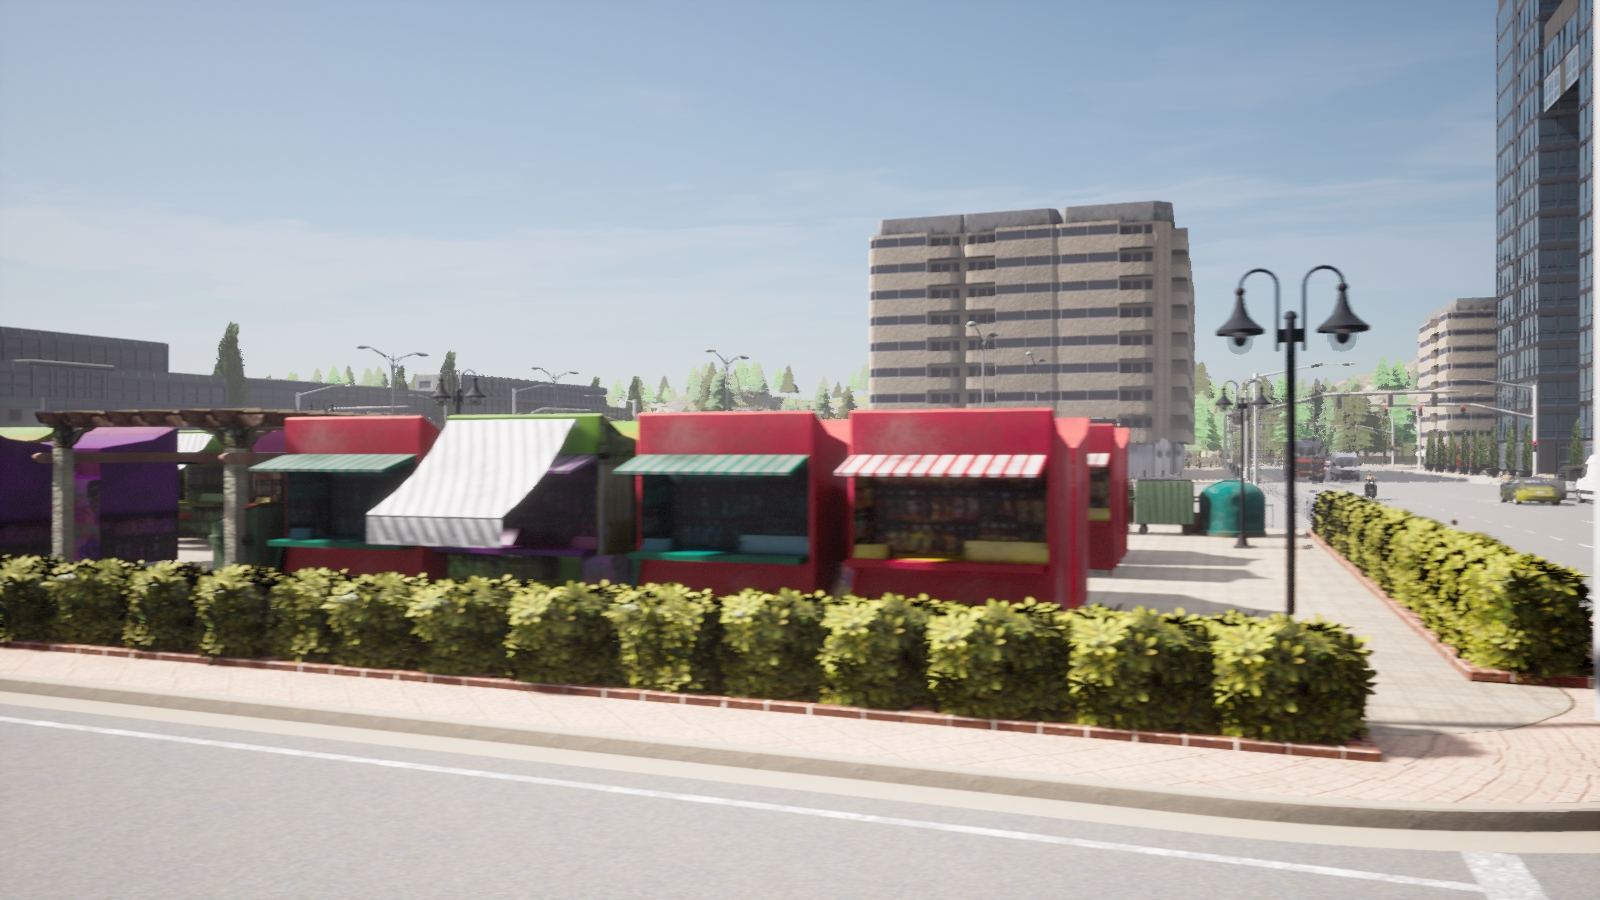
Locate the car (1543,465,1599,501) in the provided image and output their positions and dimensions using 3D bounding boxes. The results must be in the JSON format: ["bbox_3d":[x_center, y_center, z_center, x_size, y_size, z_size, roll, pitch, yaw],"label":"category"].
[{"bbox_3d":[42.594,1.801,62.941,1.905,1.878,3.866,0,0,19],"label":"car"}]

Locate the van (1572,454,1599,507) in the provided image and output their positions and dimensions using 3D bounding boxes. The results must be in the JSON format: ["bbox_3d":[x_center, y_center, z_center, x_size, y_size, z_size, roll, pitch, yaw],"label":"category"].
[{"bbox_3d":[40.351,1.478,56.668,1.988,2.561,5.915,0,0,20],"label":"van"}]

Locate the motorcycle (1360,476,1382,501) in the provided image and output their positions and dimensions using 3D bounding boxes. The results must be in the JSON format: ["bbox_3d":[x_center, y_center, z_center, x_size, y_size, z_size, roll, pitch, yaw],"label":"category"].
[{"bbox_3d":[31.353,2.099,62.759,0.764,1.307,2.356,0,0,19],"label":"motorcycle"}]

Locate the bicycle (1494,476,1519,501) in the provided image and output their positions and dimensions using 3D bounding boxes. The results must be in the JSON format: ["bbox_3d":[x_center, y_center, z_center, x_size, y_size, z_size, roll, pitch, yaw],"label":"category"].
[{"bbox_3d":[38.796,2.102,62.731,0.859,1.276,1.487,0,0,19],"label":"bicycle"}]

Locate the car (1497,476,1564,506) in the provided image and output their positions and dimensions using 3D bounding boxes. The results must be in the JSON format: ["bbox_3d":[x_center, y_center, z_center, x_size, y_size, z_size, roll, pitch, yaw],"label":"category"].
[{"bbox_3d":[37.190,2.063,58.250,1.994,1.385,4.181,0,0,20],"label":"car"}]

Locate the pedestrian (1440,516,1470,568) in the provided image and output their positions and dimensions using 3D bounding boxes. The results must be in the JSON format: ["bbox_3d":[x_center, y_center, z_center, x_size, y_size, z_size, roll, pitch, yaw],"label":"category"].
[{"bbox_3d":[14.409,2.020,25.136,0.500,1.100,0.500,0,0,20],"label":"pedestrian"}]
